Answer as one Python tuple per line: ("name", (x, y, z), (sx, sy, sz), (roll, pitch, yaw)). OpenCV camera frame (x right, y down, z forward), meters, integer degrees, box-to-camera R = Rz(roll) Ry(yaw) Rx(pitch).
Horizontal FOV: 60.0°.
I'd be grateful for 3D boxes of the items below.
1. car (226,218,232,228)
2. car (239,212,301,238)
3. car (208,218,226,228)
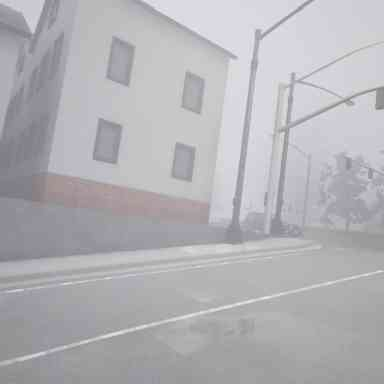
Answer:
("car", (4.199, 3.857, 39.703), (1.837, 1.490, 4.892), (12, -7, -35))
("car", (6.987, 2.944, 29.607), (2.150, 2.045, 5.566), (12, -7, -35))
("car", (0.986, 3.289, 37.918), (2.033, 1.411, 5.357), (12, -7, -35))
